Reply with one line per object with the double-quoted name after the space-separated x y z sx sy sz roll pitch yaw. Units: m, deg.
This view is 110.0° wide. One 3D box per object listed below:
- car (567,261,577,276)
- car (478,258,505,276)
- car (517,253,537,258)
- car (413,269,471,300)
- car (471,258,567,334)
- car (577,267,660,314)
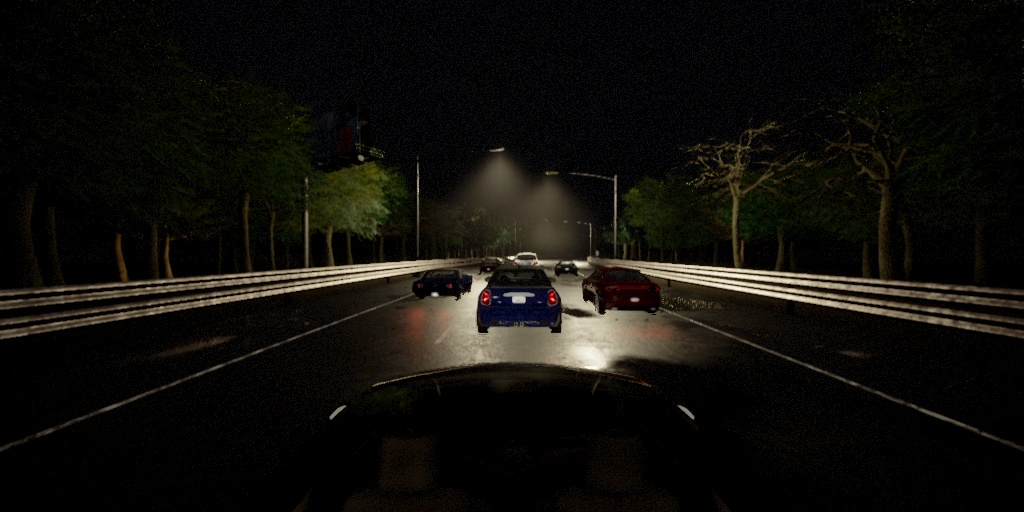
5.026 1.107 33.635 1.994 1.385 4.181 0 0 5 "car"
-1.909 1.014 34.722 1.882 1.535 5.008 0 0 5 "car"
1.392 0.774 32.261 2.150 2.045 5.566 0 0 5 "car"
-3.043 1.250 16.853 1.895 1.301 4.718 0 0 2 "car"
0.234 1.042 10.551 2.097 1.767 4.553 0 0 2 "car"
3.828 1.150 13.352 1.882 1.535 5.008 0 1 2 "car"
